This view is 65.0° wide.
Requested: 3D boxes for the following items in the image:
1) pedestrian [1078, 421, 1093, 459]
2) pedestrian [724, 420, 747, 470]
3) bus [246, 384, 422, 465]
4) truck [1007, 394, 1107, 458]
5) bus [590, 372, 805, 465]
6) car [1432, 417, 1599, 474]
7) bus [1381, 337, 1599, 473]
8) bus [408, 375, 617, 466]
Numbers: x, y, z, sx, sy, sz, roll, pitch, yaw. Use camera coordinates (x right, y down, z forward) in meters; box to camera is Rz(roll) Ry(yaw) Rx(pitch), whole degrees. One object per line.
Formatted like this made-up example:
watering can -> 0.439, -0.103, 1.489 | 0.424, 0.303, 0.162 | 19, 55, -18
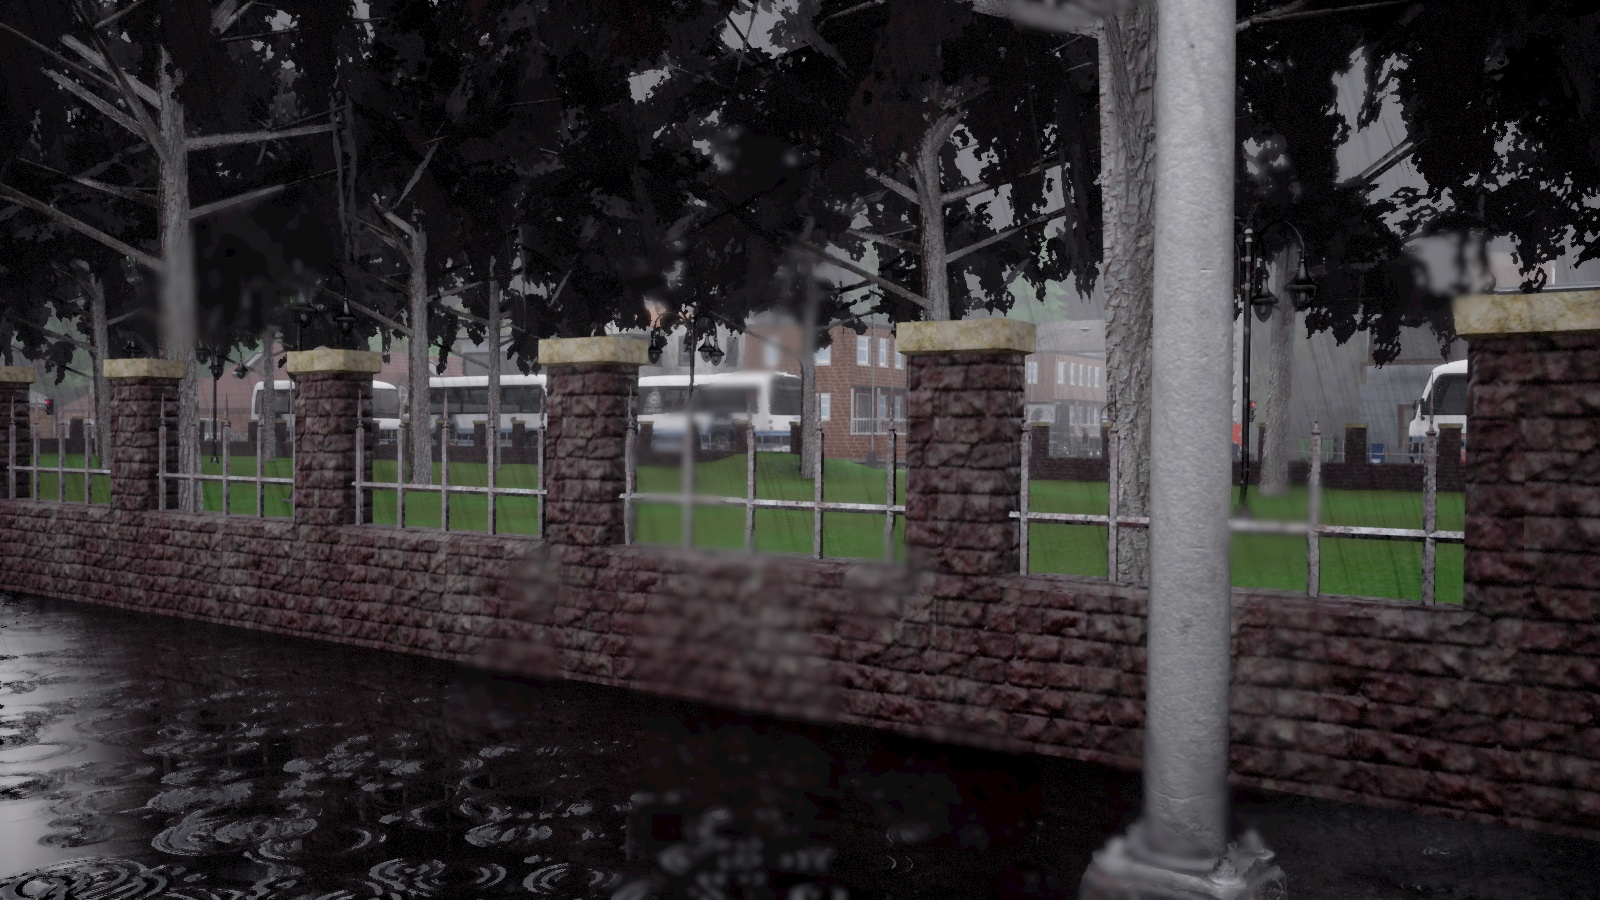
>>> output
pedestrian -> 13.906, -0.473, 61.189 | 0.720, 1.854, 0.376 | 0, 1, 10
pedestrian -> -2.514, -0.206, 49.040 | 0.788, 1.949, 0.423 | 0, 1, 34
bus -> -26.370, -1.373, 70.798 | 10.273, 4.253, 3.944 | 0, 1, 34
truck -> 14.964, -1.379, 72.713 | 2.891, 3.462, 7.936 | 0, 1, 34
bus -> -5.138, -1.440, 61.596 | 10.273, 4.253, 3.944 | 0, 1, 34
car -> 22.327, -0.158, 38.937 | 4.611, 1.667, 2.242 | 0, 1, 34
bus -> 25.280, -1.444, 41.745 | 10.273, 4.253, 3.944 | 0, 1, 35
bus -> -14.592, -1.377, 63.326 | 10.273, 4.253, 3.944 | -1, 1, 30
